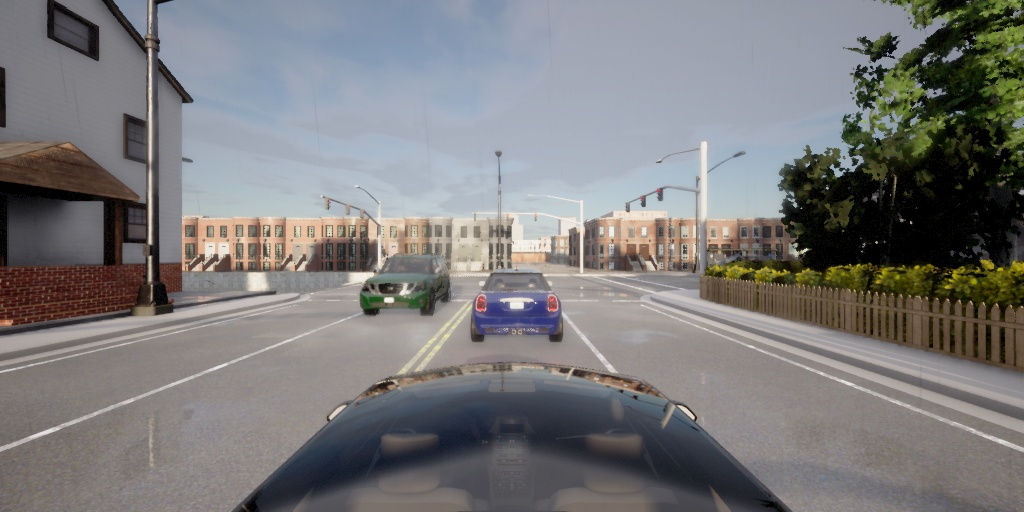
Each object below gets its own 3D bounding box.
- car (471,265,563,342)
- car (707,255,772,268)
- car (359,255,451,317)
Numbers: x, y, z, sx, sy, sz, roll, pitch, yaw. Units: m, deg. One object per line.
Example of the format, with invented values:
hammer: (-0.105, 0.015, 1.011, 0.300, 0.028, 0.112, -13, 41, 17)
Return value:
car: (0.109, 1.102, 9.948, 2.097, 1.767, 4.553, 0, 0, 0)
car: (18.734, 0.972, 29.665, 5.566, 2.045, 2.150, 0, 0, 0)
car: (-3.722, 0.971, 13.558, 2.150, 2.045, 5.566, 0, 0, -1)
